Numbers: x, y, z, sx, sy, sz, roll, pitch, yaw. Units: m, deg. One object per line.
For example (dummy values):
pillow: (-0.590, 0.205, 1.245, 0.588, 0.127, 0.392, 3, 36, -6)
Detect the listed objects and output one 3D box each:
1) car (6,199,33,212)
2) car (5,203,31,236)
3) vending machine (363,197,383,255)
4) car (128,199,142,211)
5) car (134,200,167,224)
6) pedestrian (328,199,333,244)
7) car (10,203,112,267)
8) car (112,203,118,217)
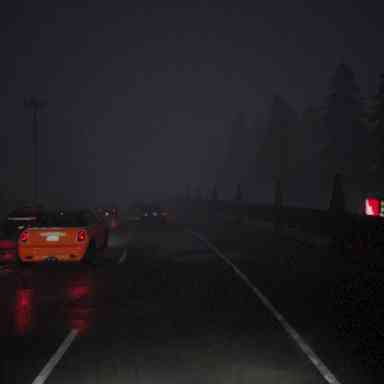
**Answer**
car: (-21.279, 1.665, 41.233, 1.994, 1.385, 4.181, 0, 0, -13)
car: (-8.851, 1.537, 18.731, 2.128, 1.511, 4.902, 0, 0, -10)
vending machine: (7.198, 1.225, 12.429, 1.100, 2.100, 0.880, 0, 0, -6)
car: (-7.190, 1.582, 43.303, 1.882, 1.535, 5.008, 0, 0, -13)
car: (-3.098, 1.609, 25.536, 2.033, 1.411, 5.357, 0, 0, -12)
pedestrian: (5.646, 1.173, 13.242, 0.375, 1.860, 0.375, 0, 0, -7)
car: (-4.288, 1.381, 11.791, 2.097, 1.767, 4.553, 0, 0, -6)
car: (-8.048, 1.677, 31.656, 1.895, 1.301, 4.718, 0, 0, -13)
